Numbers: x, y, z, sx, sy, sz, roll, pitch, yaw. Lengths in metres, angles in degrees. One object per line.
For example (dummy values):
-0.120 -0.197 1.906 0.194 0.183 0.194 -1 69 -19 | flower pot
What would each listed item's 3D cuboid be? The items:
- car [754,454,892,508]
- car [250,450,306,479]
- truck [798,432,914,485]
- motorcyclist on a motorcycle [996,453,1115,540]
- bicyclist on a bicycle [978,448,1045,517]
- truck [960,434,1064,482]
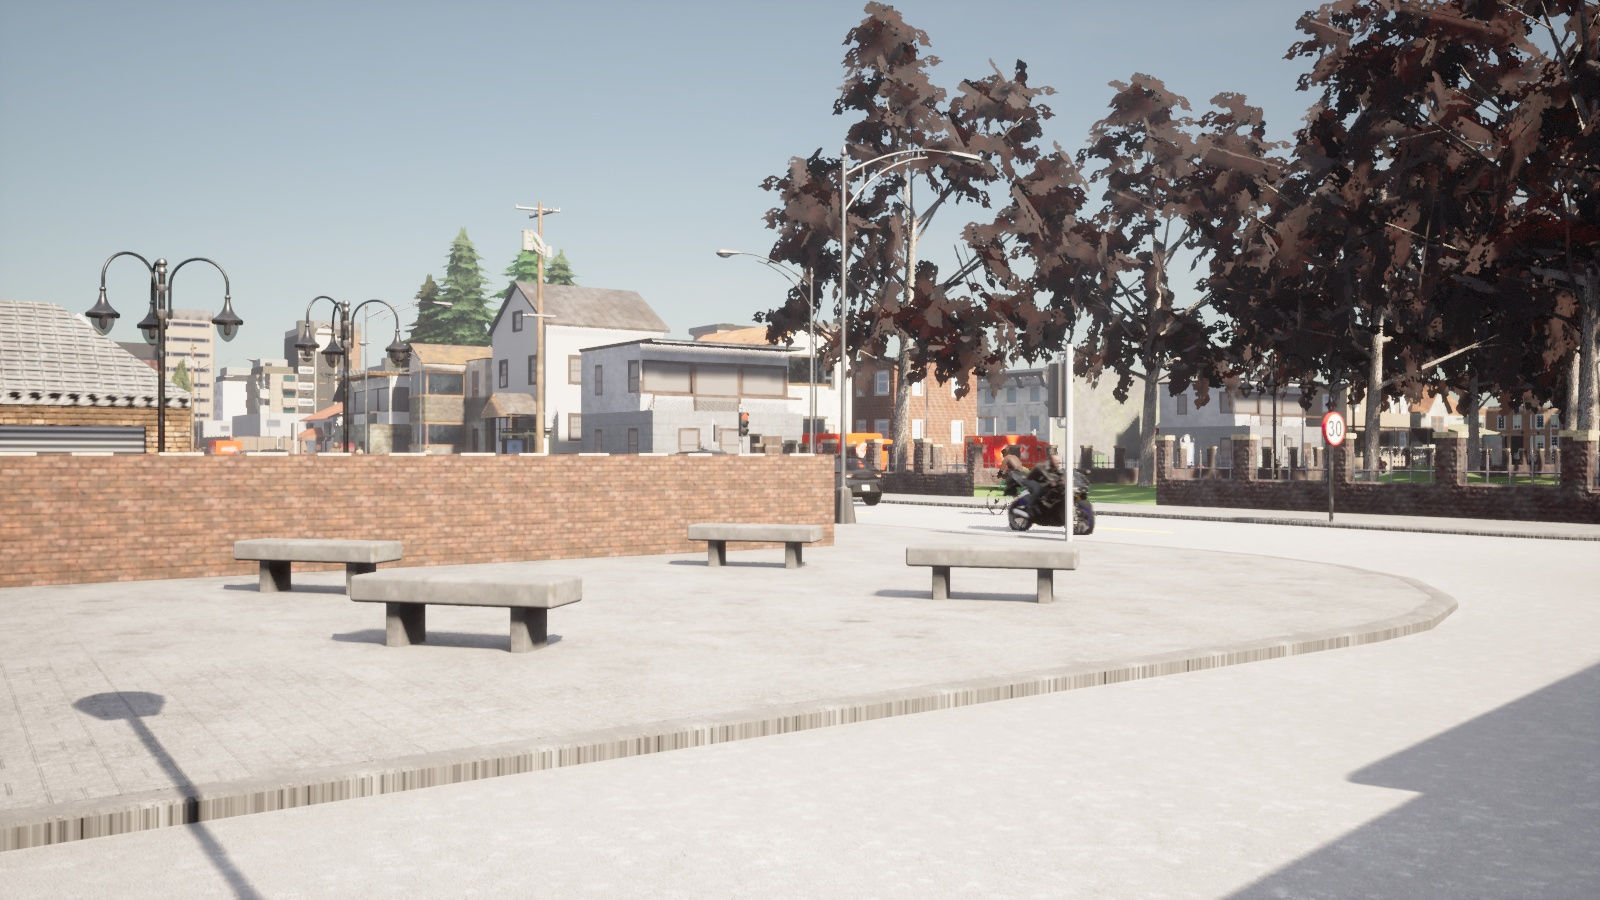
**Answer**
0.603 0.846 36.427 1.816 1.474 4.193 0 0 -36 | car
-31.357 0.840 75.362 2.242 1.667 4.611 0 0 -35 | car
2.738 0.402 61.153 5.204 2.467 2.627 0 0 -39 | truck
4.729 0.827 23.392 0.866 1.530 2.191 0 0 -34 | motorcyclist on a motorcycle
5.038 0.760 30.000 0.582 1.620 1.656 0 0 -35 | bicyclist on a bicycle
11.362 0.398 67.218 5.204 2.467 2.627 0 0 -38 | truck
